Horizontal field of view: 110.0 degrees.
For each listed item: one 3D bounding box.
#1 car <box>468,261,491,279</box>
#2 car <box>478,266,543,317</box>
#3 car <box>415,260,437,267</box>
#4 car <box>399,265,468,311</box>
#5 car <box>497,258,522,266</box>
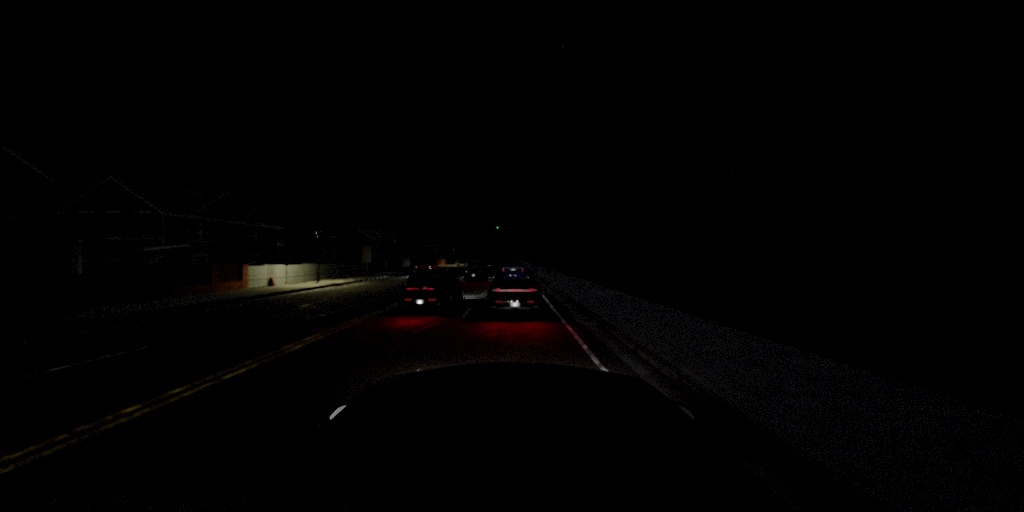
[{"bbox_3d":[-3.173,1.407,31.745,1.812,1.442,4.674,0,0,0],"label":"car"},{"bbox_3d":[0.092,1.293,13.482,2.128,1.511,4.902,0,0,0],"label":"car"},{"bbox_3d":[-9.779,1.294,41.142,2.097,1.767,4.553,0,0,0],"label":"car"},{"bbox_3d":[-3.160,1.313,14.694,1.837,1.490,4.892,0,0,0],"label":"car"},{"bbox_3d":[0.080,1.226,30.225,2.097,1.767,4.553,0,0,0],"label":"car"}]
